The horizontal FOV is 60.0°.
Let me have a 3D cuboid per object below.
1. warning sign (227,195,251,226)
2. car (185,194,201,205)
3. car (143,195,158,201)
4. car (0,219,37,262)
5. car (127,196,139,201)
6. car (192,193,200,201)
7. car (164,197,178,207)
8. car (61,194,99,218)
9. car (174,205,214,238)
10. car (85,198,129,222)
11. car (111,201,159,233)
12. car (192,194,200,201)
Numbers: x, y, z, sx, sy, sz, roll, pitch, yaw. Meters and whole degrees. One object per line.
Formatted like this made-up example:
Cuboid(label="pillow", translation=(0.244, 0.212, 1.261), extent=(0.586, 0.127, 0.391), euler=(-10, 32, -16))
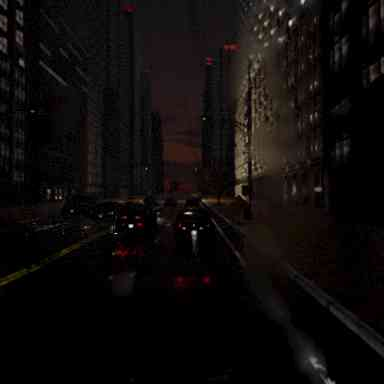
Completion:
Cuboid(label="warning sign", translation=(2.839, 1.100, 20.195), extent=(1.300, 1.860, 1.060), euler=(-1, -1, 0))
Cuboid(label="car", translation=(0.012, 1.450, 49.582), extent=(1.882, 1.535, 5.008), euler=(0, 0, 0))
Cuboid(label="car", translation=(-6.518, 1.332, 52.497), extent=(2.097, 1.767, 4.553), euler=(0, 0, 0))
Cuboid(label="car", translation=(-6.610, 1.613, 10.476), extent=(1.812, 1.442, 4.674), euler=(-1, 0, 0))
Cuboid(label="car", translation=(-9.755, 1.463, 53.903), extent=(1.882, 1.535, 5.008), euler=(0, 0, 0))
Cuboid(label="car", translation=(0.996, 1.175, 86.218), extent=(2.150, 2.045, 5.566), euler=(0, 0, 0))
Cuboid(label="car", translation=(-3.238, 1.524, 49.999), extent=(2.033, 1.411, 5.357), euler=(0, 0, 0))
Cuboid(label="car", translation=(-9.841, 1.220, 30.058), extent=(2.150, 2.045, 5.566), euler=(0, 0, 0))
Cuboid(label="car", translation=(0.102, 1.591, 17.761), extent=(1.895, 1.301, 4.718), euler=(0, 0, 0))
Cuboid(label="car", translation=(-6.593, 1.501, 26.335), extent=(1.837, 1.490, 4.892), euler=(0, 0, 0))
Cuboid(label="car", translation=(-3.148, 1.498, 19.590), extent=(1.837, 1.490, 4.892), euler=(0, 0, 0))
Cuboid(label="car", translation=(0.995, 1.409, 80.377), extent=(1.801, 1.575, 5.366), euler=(0, 0, 0))
